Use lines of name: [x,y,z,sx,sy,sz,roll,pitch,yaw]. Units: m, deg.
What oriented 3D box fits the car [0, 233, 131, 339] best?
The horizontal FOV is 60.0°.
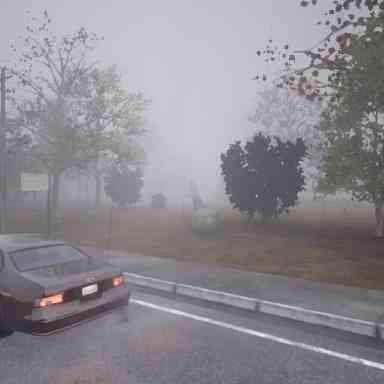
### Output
car: [-3.614,1.547,6.558,5.357,1.411,2.033,0,0,35]
